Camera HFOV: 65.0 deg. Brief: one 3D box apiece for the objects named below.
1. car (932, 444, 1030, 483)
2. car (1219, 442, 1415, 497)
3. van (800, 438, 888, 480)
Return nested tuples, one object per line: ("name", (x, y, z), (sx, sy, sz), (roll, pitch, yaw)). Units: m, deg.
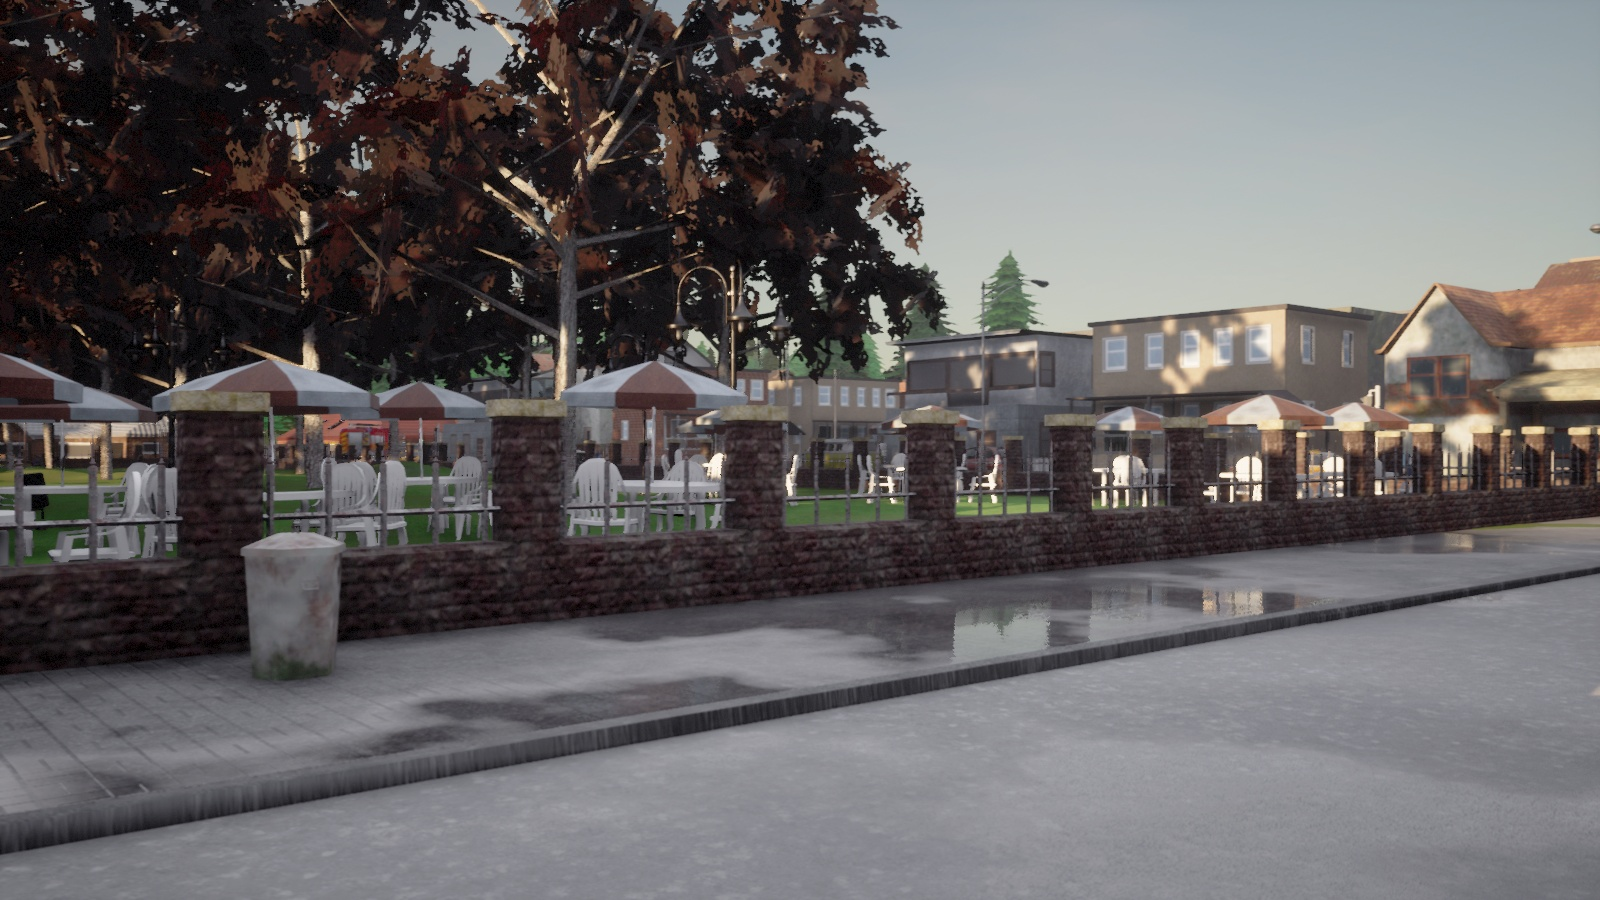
("car", (7.856, 0.552, 54.655), (1.851, 1.617, 3.988), (0, 0, -40))
("car", (15.842, 0.562, 38.770), (1.801, 1.575, 5.366), (0, 0, -40))
("van", (2.110, 0.433, 61.570), (1.775, 1.987, 4.442), (0, 0, -40))
